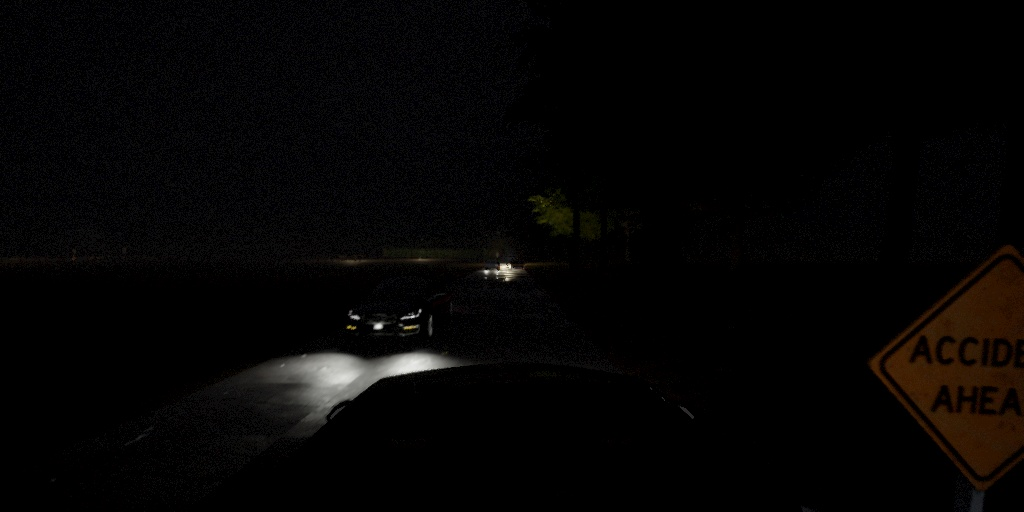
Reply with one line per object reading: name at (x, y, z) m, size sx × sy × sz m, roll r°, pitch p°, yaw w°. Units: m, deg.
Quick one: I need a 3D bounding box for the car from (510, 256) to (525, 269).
car at (0.977, 1.237, 57.035) m, size 1.882 × 1.535 × 5.008 m, roll 0°, pitch 0°, yaw 0°

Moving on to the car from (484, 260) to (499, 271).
car at (-2.808, 1.287, 51.090) m, size 1.812 × 1.442 × 4.674 m, roll 0°, pitch 0°, yaw 0°

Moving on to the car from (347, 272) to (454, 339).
car at (-2.833, 1.243, 10.042) m, size 1.837 × 1.490 × 4.892 m, roll 0°, pitch 0°, yaw 0°

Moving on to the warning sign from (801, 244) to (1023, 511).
warning sign at (2.451, 0.864, 1.964) m, size 1.300 × 1.860 × 1.060 m, roll 0°, pitch 0°, yaw 0°
